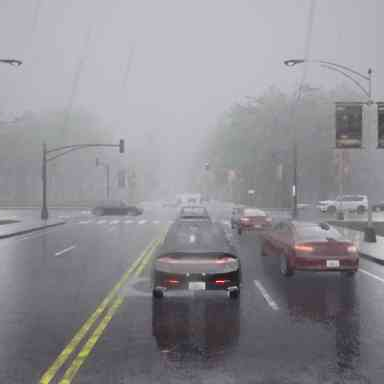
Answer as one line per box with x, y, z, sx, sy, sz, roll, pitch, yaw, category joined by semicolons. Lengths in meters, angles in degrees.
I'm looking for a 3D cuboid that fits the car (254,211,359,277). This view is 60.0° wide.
3.333;1.533;10.189;1.812;1.442;4.674;0;0;0;car

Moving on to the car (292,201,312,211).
14.813;1.772;40.790;4.718;1.301;1.895;0;0;0;car

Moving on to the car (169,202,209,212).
0.078;1.517;17.879;2.128;1.511;4.902;0;0;0;car

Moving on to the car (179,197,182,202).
-3.396;1.705;61.378;2.128;1.511;4.902;0;0;1;car

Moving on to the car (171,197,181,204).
-3.343;1.850;71.289;1.994;1.385;4.181;0;-1;0;car

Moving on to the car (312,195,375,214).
17.058;1.399;37.567;5.566;2.045;2.150;0;0;-1;car

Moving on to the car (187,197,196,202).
-0.107;1.893;82.514;1.882;1.535;5.008;0;-1;0;car

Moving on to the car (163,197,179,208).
-3.411;1.760;52.026;1.895;1.301;4.718;0;0;0;car

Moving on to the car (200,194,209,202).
3.143;1.642;82.584;2.150;2.045;5.566;0;-1;0;car

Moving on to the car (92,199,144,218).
-6.760;1.405;30.670;4.553;1.767;2.097;0;0;0;car

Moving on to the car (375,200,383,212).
23.945;1.695;40.874;5.008;1.535;1.882;0;0;0;car

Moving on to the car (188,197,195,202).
-0.122;1.965;92.967;1.994;1.385;4.181;0;-1;0;car

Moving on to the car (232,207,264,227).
3.336;1.555;18.997;1.812;1.442;4.674;0;0;1;car

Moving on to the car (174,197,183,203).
-3.357;1.945;81.766;2.033;1.411;5.357;0;-1;0;car

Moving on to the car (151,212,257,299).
0.089;1.496;8.471;2.128;1.511;4.902;0;0;0;car
